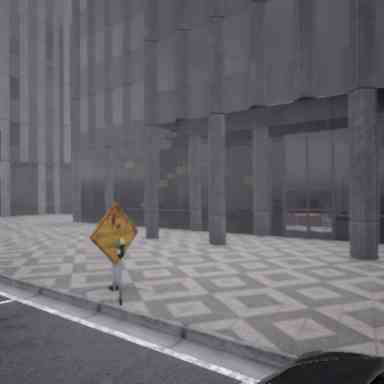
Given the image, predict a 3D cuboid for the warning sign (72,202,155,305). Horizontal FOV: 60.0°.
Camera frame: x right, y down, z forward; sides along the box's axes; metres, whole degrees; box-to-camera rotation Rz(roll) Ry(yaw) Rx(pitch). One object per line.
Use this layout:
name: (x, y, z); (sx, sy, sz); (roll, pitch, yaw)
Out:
warning sign: (-1.621, 1.156, 6.947); (1.060, 1.860, 1.300); (-1, 0, 35)

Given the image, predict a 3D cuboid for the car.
car: (2.201, 1.558, 1.511); (4.313, 1.339, 1.947); (-1, 0, 35)
